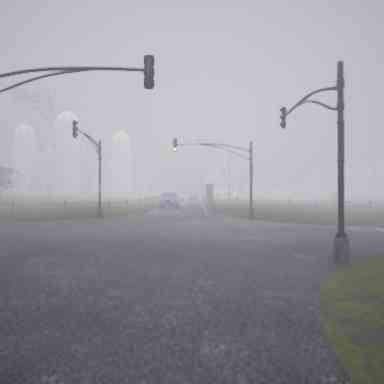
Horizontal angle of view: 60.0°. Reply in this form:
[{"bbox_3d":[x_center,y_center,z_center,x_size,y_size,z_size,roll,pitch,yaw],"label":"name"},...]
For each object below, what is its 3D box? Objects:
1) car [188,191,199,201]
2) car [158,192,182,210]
[{"bbox_3d":[0.296,1.104,68.802,1.837,1.490,4.892,0,0,0],"label":"car"},{"bbox_3d":[-2.704,0.985,39.901,2.150,2.045,5.566,0,1,1],"label":"car"}]
